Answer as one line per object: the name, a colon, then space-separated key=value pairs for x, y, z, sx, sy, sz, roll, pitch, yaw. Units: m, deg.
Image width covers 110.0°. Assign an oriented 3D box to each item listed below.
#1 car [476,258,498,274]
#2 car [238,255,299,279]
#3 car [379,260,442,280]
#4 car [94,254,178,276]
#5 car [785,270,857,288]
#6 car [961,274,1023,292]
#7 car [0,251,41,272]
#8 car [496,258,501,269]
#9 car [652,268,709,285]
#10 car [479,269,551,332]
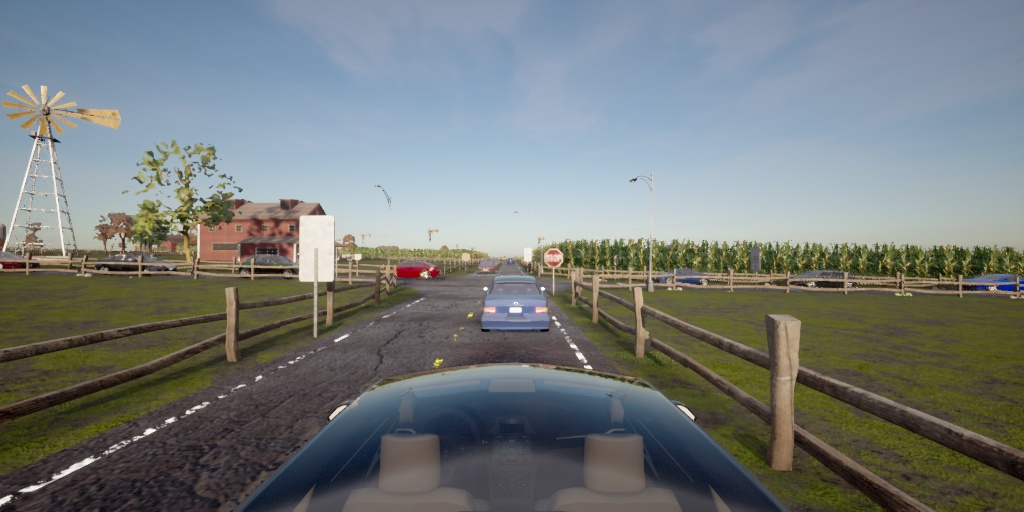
car: x=-2.936 y=1.296 z=41.813 sx=1.812 sy=1.442 sz=4.674 roll=0 pitch=0 yaw=-1
car: x=-17.110 y=0.721 z=26.127 sx=4.553 sy=1.767 sz=2.097 roll=1 pitch=-1 yaw=0
car: x=-8.228 y=1.089 z=29.020 sx=5.008 sy=1.535 sz=1.882 roll=1 pitch=-1 yaw=0
car: x=-27.320 y=0.623 z=26.179 sx=4.902 sy=1.511 sz=2.128 roll=1 pitch=-1 yaw=0
car: x=24.795 y=1.886 z=28.854 sx=4.892 sy=1.490 sz=1.837 roll=2 pitch=-1 yaw=0
car: x=38.951 y=2.184 z=28.761 sx=5.008 sy=1.535 sz=1.882 roll=2 pitch=-1 yaw=1
car: x=-37.763 y=0.370 z=26.245 sx=5.008 sy=1.535 sz=1.882 roll=1 pitch=-1 yaw=0
car: x=-2.990 y=1.132 z=51.123 sx=2.097 sy=1.767 sz=4.553 roll=0 pitch=0 yaw=0
car: x=13.522 y=1.684 z=28.916 sx=4.181 sy=1.385 sz=1.994 roll=1 pitch=-1 yaw=-2
car: x=0.075 y=1.300 z=10.827 sx=2.033 sy=1.411 sz=5.357 roll=0 pitch=0 yaw=0
